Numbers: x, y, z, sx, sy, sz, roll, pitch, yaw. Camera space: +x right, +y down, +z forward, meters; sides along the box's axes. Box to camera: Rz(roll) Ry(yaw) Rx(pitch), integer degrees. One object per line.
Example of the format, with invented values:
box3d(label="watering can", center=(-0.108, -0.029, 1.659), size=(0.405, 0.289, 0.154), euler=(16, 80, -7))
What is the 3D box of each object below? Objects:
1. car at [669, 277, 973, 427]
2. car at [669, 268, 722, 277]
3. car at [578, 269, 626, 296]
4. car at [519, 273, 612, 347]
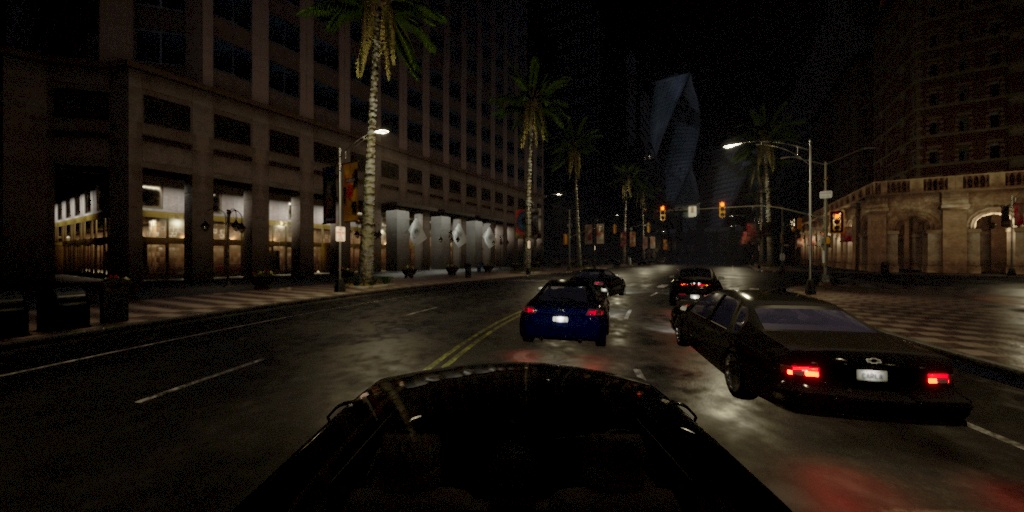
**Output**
box3d(label="car", center=(4.256, 1.294, 6.214), size=(2.033, 1.411, 5.357), euler=(0, 0, 11))
box3d(label="car", center=(7.827, 1.246, 15.283), size=(1.837, 1.490, 4.892), euler=(0, 0, 28))
box3d(label="car", center=(4.129, 1.304, 17.474), size=(1.994, 1.385, 4.181), euler=(0, 0, 32))
box3d(label="car", center=(1.548, 1.309, 9.529), size=(1.994, 1.385, 4.181), euler=(0, 0, 15))
